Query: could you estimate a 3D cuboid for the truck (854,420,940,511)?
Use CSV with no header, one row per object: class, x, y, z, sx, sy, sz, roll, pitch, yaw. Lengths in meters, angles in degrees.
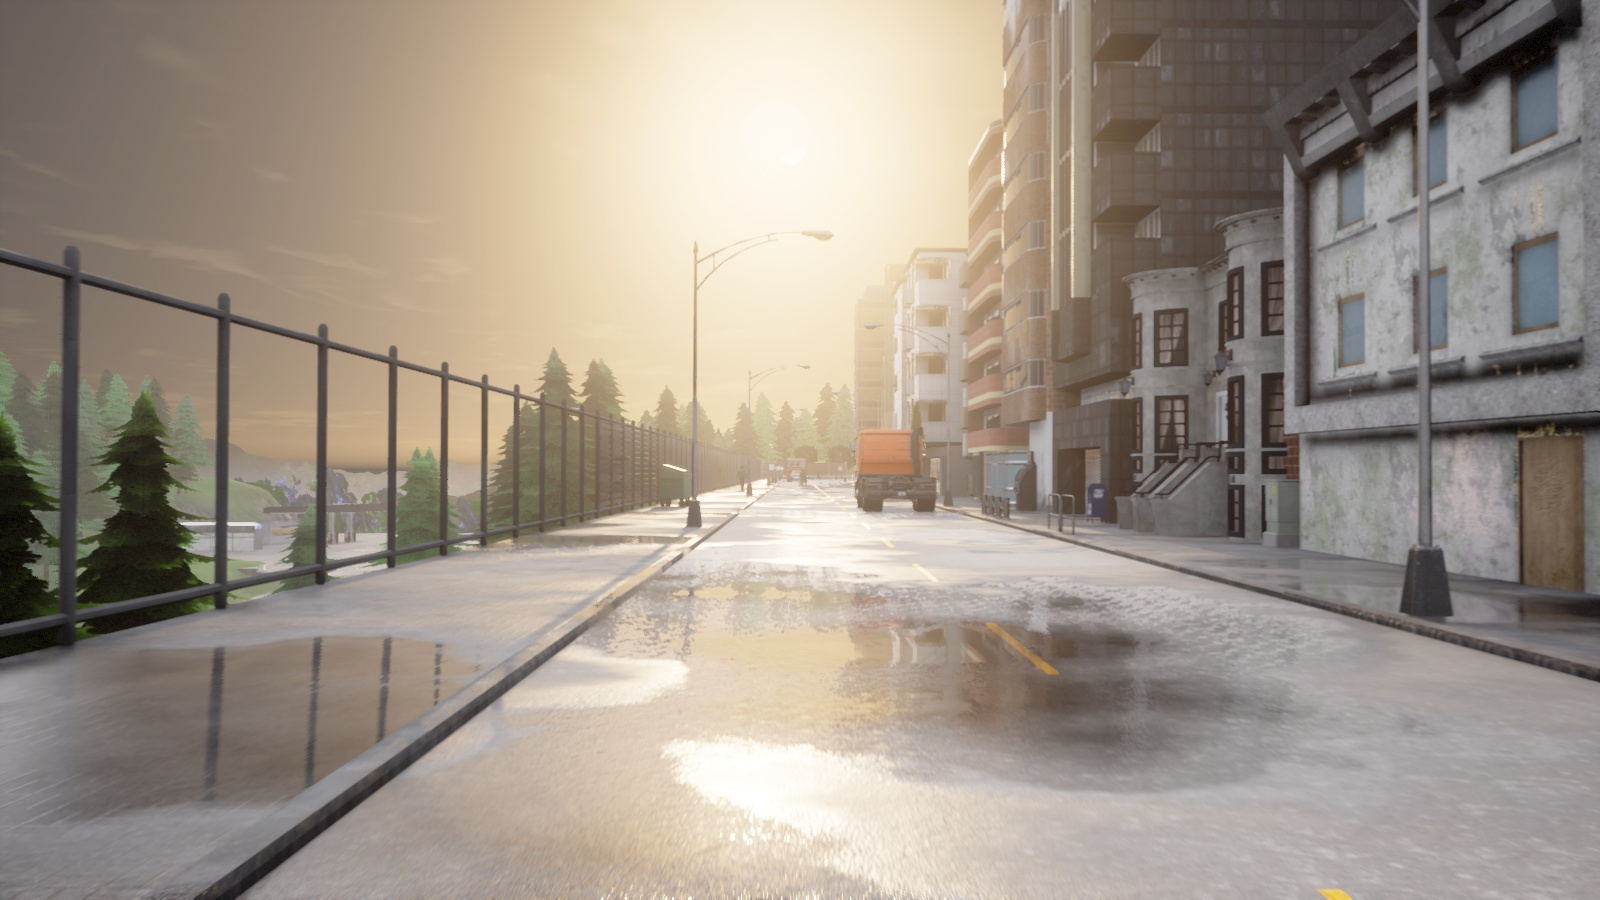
truck,3.852,0.679,51.605,2.891,3.462,7.936,0,-1,0
